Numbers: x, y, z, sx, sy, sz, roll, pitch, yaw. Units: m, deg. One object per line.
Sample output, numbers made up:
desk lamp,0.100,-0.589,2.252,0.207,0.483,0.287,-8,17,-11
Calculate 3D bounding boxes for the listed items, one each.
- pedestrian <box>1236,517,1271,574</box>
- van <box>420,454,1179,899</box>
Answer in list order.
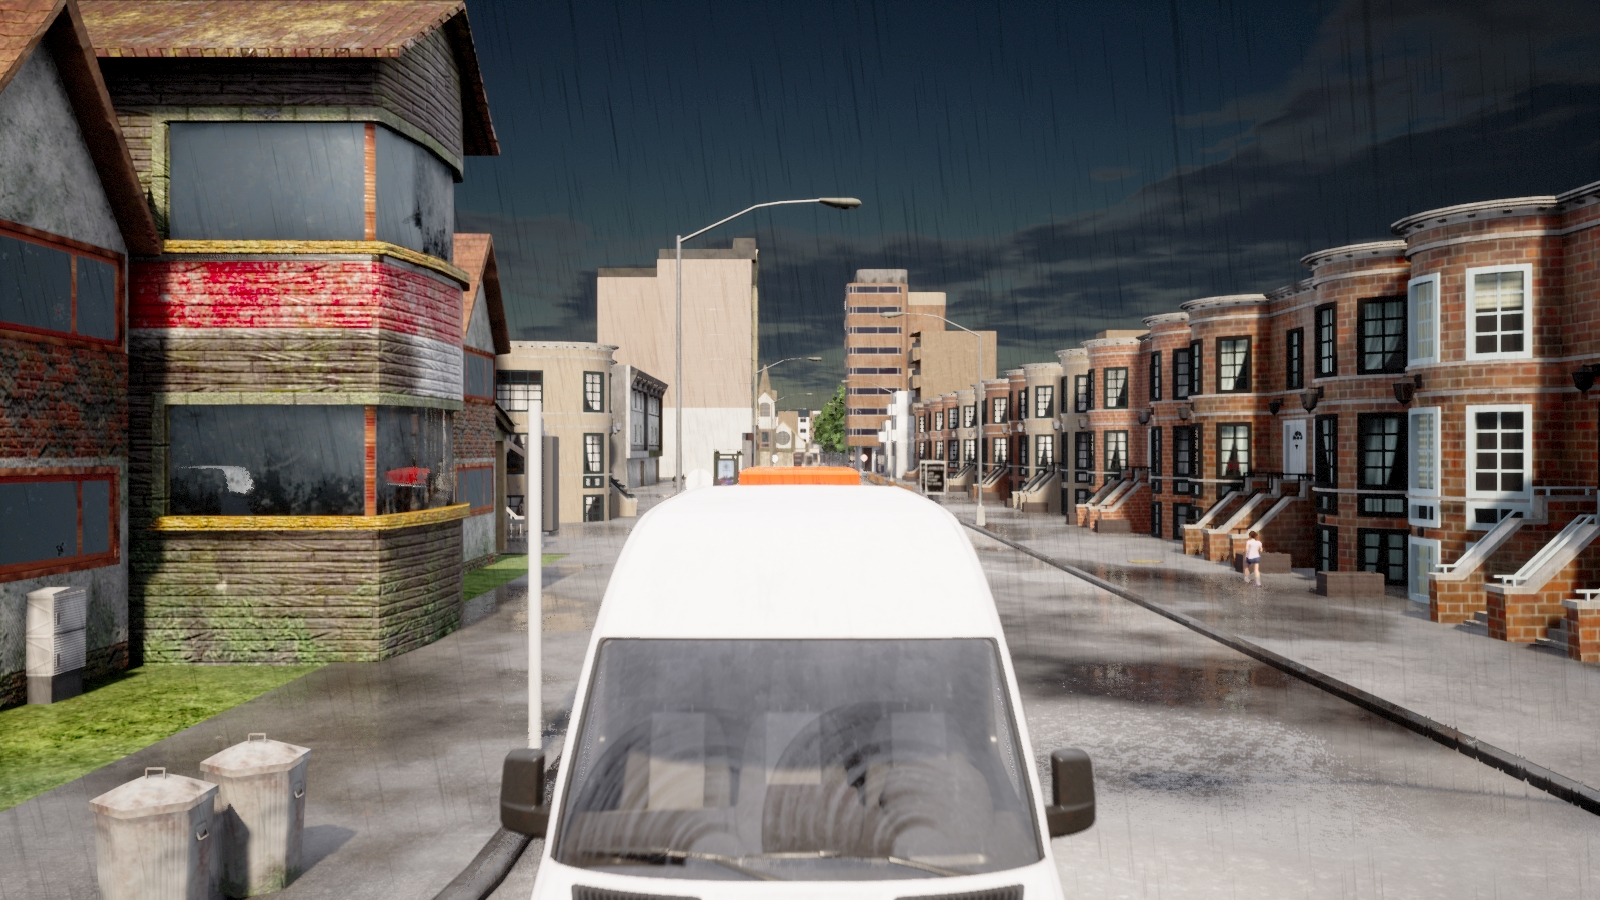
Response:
pedestrian,9.048,1.904,22.801,0.500,1.100,0.500,0,0,2
van,-0.002,1.314,5.949,1.988,2.561,5.915,0,0,0
